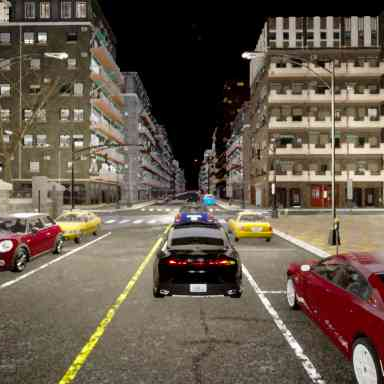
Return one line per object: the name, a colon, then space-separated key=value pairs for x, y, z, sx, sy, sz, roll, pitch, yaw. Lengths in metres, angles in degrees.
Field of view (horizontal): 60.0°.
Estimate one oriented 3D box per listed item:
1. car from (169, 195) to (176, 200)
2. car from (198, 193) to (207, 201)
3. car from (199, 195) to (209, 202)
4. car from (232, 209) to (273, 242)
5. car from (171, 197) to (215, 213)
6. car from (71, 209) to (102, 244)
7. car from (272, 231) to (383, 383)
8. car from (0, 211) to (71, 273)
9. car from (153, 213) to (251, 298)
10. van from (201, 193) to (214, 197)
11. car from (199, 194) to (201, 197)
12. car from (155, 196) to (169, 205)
car: x=-5.588 y=1.516 z=88.192 sx=1.802 sy=1.307 sz=4.206 roll=1 pitch=0 yaw=0
car: x=2.795 y=1.249 z=88.126 sx=2.192 sy=1.841 sz=5.009 roll=1 pitch=0 yaw=0
car: x=2.780 y=1.503 z=76.784 sx=2.008 sy=1.369 sz=4.403 roll=1 pitch=0 yaw=0
car: x=2.716 y=1.527 z=16.277 sx=1.752 sy=1.417 sz=4.829 roll=1 pitch=0 yaw=0
car: x=0.140 y=1.354 z=18.757 sx=2.097 sy=1.767 sz=4.553 roll=0 pitch=0 yaw=1
car: x=-5.664 y=1.527 z=15.963 sx=1.752 sy=1.417 sz=4.829 roll=1 pitch=0 yaw=0
car: x=2.705 y=1.546 z=4.874 sx=1.887 sy=1.381 sz=4.507 roll=1 pitch=0 yaw=0
car: x=-5.669 y=1.442 z=10.519 sx=1.967 sy=1.590 sz=4.097 roll=1 pitch=0 yaw=0
car: x=0.112 y=1.506 z=8.497 sx=1.837 sy=1.490 sz=4.892 roll=0 pitch=0 yaw=0
van: x=2.759 y=1.321 z=54.100 sx=1.690 sy=1.788 sz=3.998 roll=1 pitch=0 yaw=0
car: x=2.762 y=1.519 z=59.772 sx=1.887 sy=1.381 sz=4.507 roll=1 pitch=0 yaw=0
car: x=-5.618 y=1.556 z=59.837 sx=1.802 sy=1.307 sz=4.206 roll=1 pitch=0 yaw=0
